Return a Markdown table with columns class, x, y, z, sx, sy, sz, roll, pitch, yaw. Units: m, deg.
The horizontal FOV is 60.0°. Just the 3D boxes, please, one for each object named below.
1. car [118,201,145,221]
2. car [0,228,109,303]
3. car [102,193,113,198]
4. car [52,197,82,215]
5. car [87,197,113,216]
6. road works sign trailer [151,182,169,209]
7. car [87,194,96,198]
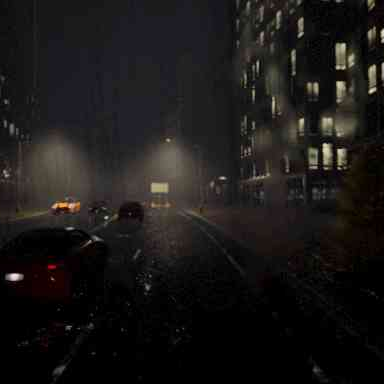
| class | x | y | z | sx | sy | sz | roll | pitch | yaw |
| --- | --- | --- | --- | --- | --- | --- | --- | --- | --- |
| car | -4.920 | 1.485 | 27.231 | 1.882 | 1.535 | 5.008 | 0 | 0 | -7 |
| car | -3.406 | 1.568 | 8.263 | 1.994 | 1.385 | 4.181 | 0 | 0 | -2 |
| car | -18.575 | 1.167 | 73.042 | 2.150 | 2.045 | 5.566 | 0 | 0 | -17 |
| car | -12.536 | 1.351 | 33.512 | 2.097 | 1.767 | 4.553 | 0 | 0 | -9 |
| car | -9.228 | 1.530 | 33.386 | 1.812 | 1.442 | 4.674 | 0 | 0 | -8 |
| road works sign trailer | -4.343 | 0.485 | 44.632 | 2.380 | 3.560 | 2.880 | 0 | 0 | -12 |
| car | -22.510 | 1.167 | 74.530 | 2.097 | 1.767 | 4.553 | 0 | 0 | -19 |
